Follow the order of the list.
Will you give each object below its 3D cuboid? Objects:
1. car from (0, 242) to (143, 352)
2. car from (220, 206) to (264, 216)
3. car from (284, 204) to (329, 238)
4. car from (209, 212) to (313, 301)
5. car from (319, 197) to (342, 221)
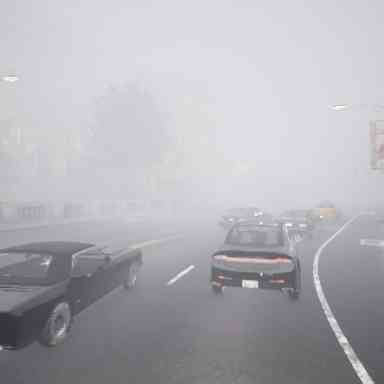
[{"bbox_3d":[-2.540,1.609,6.383,1.895,1.301,4.718,0,0,12],"label":"car"},{"bbox_3d":[3.413,1.574,20.627,2.033,1.411,5.357,0,0,29],"label":"car"},{"bbox_3d":[5.737,1.571,17.677,2.033,1.411,5.357,0,0,29],"label":"car"},{"bbox_3d":[1.741,1.503,8.522,2.128,1.511,4.902,0,0,16],"label":"car"},{"bbox_3d":[11.162,1.492,27.381,1.801,1.575,5.366,0,0,30],"label":"car"}]
